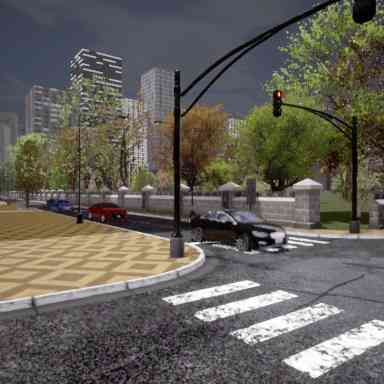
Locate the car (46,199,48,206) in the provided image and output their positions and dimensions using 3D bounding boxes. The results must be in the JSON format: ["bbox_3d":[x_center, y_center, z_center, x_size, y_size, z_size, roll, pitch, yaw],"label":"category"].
[{"bbox_3d":[-24.149,1.673,58.032,2.128,1.511,4.902,0,0,-34],"label":"car"}]

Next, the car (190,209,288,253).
[{"bbox_3d":[1.795,1.513,14.116,2.128,1.511,4.902,0,0,-34],"label":"car"}]

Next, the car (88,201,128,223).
[{"bbox_3d":[-6.853,1.544,26.857,1.882,1.535,5.008,0,0,-34],"label":"car"}]

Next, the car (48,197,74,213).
[{"bbox_3d":[-15.388,1.636,39.472,1.812,1.442,4.674,0,0,-34],"label":"car"}]
